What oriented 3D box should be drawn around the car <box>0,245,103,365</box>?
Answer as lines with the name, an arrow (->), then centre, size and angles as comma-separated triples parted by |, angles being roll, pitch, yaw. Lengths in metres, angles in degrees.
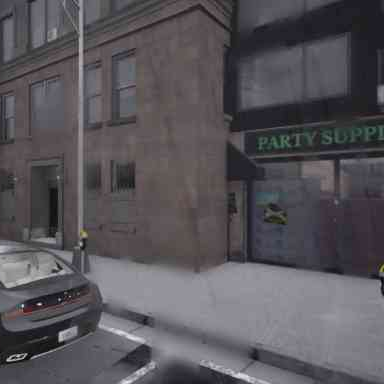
car -> -3.335, 1.550, 5.457 | 4.403, 1.369, 2.008 | 0, 0, 36
